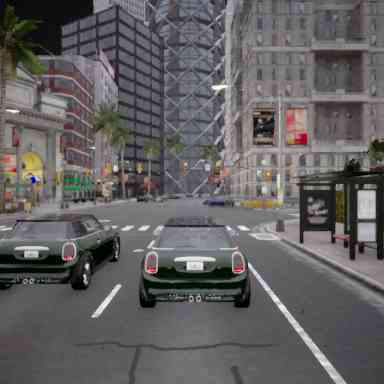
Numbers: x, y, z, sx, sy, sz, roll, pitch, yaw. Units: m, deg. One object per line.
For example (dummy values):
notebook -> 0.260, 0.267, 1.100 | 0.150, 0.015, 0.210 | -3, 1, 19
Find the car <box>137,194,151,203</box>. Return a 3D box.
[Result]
car -> -10.481, 1.595, 70.455 | 1.895, 1.301, 4.718 | 0, 0, 0

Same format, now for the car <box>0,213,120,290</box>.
car -> -3.427, 1.352, 9.247 | 2.097, 1.767, 4.553 | 0, 0, 0

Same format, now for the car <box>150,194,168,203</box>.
car -> -6.981, 1.525, 70.499 | 2.128, 1.511, 4.902 | 0, 0, 0

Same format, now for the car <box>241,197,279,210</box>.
car -> 8.838, 1.477, 43.296 | 5.008, 1.535, 1.882 | 0, 0, -4

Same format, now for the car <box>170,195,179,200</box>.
car -> -5.135, 1.539, 94.858 | 2.033, 1.411, 5.357 | 0, 0, 16

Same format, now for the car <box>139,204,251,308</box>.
car -> 0.066, 1.352, 8.104 | 2.097, 1.767, 4.553 | 0, 0, 0

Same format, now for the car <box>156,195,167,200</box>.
car -> -8.723, 1.595, 94.985 | 1.895, 1.301, 4.718 | 0, 0, 13

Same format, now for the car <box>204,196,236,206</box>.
car -> 3.984, 1.352, 48.452 | 4.553, 1.767, 2.097 | 0, 0, 17

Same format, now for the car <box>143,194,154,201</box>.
car -> -10.475, 1.355, 80.750 | 2.097, 1.767, 4.553 | 0, 0, 0

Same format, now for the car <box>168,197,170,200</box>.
car -> -6.976, 1.524, 80.676 | 1.812, 1.442, 4.674 | 0, 0, 0
